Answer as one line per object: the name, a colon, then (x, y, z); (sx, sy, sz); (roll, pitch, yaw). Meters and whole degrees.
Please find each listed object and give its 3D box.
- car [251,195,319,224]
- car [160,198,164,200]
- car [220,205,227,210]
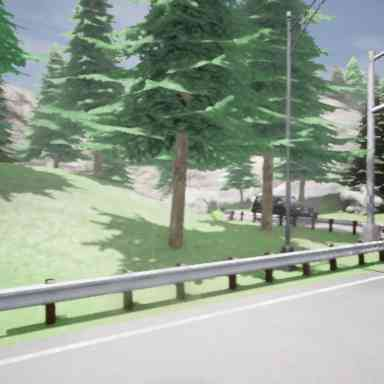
car: (7.014, 1.274, 25.803); (2.150, 2.045, 5.566); (0, 0, -32)
car: (-3.796, 1.544, 43.091); (2.033, 1.411, 5.357); (0, 0, -42)
car: (1.785, 1.590, 34.312); (1.994, 1.385, 4.181); (0, 0, -32)
